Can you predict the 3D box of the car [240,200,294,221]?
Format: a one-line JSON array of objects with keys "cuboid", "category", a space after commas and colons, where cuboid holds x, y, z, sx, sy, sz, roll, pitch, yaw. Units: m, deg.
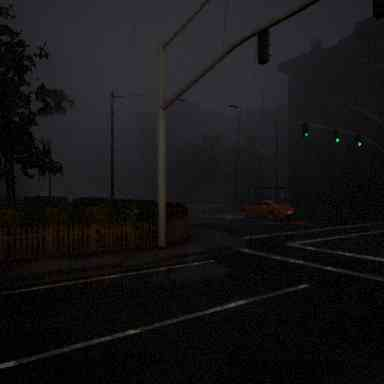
[{"cuboid": [6.147, 1.411, 27.765, 1.882, 1.535, 5.008, 0, 0, -35], "category": "car"}]
